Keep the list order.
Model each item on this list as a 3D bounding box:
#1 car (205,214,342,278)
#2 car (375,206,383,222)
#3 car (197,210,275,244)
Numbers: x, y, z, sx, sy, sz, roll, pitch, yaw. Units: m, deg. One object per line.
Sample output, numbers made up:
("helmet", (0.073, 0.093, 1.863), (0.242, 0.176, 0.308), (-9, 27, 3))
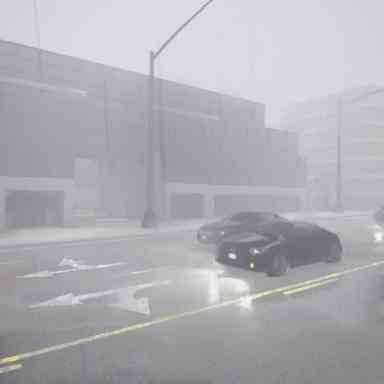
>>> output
("car", (2.735, 1.555, 10.241), (4.181, 1.385, 1.994), (-1, 0, -35))
("car", (14.626, 1.187, 23.014), (4.553, 1.767, 2.097), (0, 0, -35))
("car", (2.370, 1.503, 14.282), (4.674, 1.442, 1.812), (-1, 0, -35))
